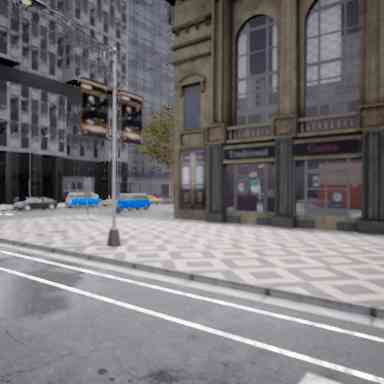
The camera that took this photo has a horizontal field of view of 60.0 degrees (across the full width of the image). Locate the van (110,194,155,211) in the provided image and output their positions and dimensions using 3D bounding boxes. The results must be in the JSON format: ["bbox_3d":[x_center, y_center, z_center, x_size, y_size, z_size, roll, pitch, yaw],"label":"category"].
[{"bbox_3d":[-6.011,1.069,34.215,1.690,1.788,3.998,1,0,36],"label":"van"}]

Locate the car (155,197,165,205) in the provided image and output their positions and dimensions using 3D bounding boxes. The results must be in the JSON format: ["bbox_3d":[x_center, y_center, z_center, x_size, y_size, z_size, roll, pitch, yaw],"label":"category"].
[{"bbox_3d":[-6.465,1.168,48.177,1.752,1.417,4.829,1,0,36],"label":"car"}]

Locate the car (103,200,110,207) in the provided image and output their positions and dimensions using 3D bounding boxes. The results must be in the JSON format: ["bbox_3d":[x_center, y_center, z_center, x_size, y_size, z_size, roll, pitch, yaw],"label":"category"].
[{"bbox_3d":[-9.748,1.179,43.617,1.752,1.417,4.829,1,1,36],"label":"car"}]

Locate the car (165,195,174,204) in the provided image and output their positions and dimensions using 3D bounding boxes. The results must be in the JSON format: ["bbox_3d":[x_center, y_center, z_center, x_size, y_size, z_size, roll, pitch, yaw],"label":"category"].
[{"bbox_3d":[-3.082,1.184,52.874,2.008,1.369,4.403,1,0,36],"label":"car"}]

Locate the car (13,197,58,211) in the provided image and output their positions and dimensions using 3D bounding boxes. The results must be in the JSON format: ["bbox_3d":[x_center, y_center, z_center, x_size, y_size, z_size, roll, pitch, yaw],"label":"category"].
[{"bbox_3d":[-16.215,1.226,34.637,2.008,1.369,4.403,1,1,36],"label":"car"}]

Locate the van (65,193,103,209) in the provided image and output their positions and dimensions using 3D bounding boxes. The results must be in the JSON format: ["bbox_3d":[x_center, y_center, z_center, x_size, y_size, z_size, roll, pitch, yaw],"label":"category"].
[{"bbox_3d":[-12.930,1.005,39.195,1.690,1.788,3.998,1,1,36],"label":"van"}]
